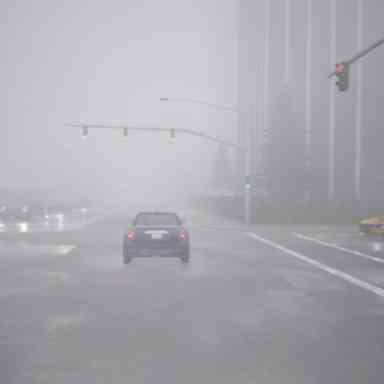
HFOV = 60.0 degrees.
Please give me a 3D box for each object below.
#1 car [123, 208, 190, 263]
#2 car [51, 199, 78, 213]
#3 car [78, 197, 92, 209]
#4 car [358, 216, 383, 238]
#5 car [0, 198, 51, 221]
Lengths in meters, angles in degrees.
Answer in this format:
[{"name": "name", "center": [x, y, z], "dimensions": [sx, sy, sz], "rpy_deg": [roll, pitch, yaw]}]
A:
[{"name": "car", "center": [-1.280, 1.382, 12.243], "dimensions": [2.097, 1.767, 4.553], "rpy_deg": [1, 0, -6]}, {"name": "car", "center": [-14.387, 1.580, 36.604], "dimensions": [1.895, 1.301, 4.718], "rpy_deg": [1, 0, -5]}, {"name": "car", "center": [-15.329, 1.523, 46.747], "dimensions": [1.837, 1.490, 4.892], "rpy_deg": [1, 0, -5]}, {"name": "car", "center": [11.425, 1.705, 17.598], "dimensions": [5.008, 1.535, 1.882], "rpy_deg": [1, 0, -5]}, {"name": "car", "center": [-13.433, 1.293, 26.733], "dimensions": [2.097, 1.767, 4.553], "rpy_deg": [1, 0, -6]}]
